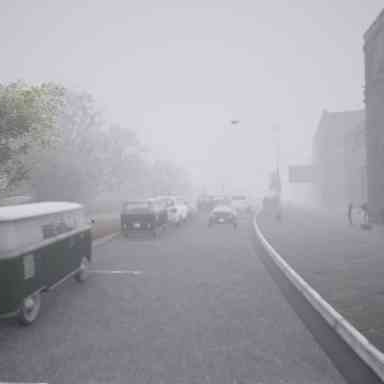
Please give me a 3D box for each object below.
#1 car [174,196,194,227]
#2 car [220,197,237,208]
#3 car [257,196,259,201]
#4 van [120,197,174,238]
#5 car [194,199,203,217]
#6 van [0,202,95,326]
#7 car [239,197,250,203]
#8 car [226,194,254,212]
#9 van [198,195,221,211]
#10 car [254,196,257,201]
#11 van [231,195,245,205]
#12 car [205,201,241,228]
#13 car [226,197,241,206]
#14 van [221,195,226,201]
[{"bbox_3d":[-1.626,1.321,23.643,2.435,2.045,5.566,-1,1,7],"label":"car"},{"bbox_3d":[6.232,1.748,55.963,2.163,1.488,4.792,-1,1,14],"label":"car"},{"bbox_3d":[16.832,1.868,93.284,2.097,1.535,5.008,-1,0,18],"label":"car"},{"bbox_3d":[-2.438,1.313,18.200,1.878,1.987,4.442,-1,1,6],"label":"van"},{"bbox_3d":[-0.608,1.643,29.110,2.002,1.452,4.674,-1,1,11],"label":"car"},{"bbox_3d":[-3.486,1.261,7.064,1.878,1.987,4.442,-2,1,1],"label":"van"},{"bbox_3d":[12.289,1.858,77.287,2.002,1.452,4.674,-1,-1,16],"label":"car"},{"bbox_3d":[5.954,1.377,40.523,2.150,2.045,5.566,0,0,14],"label":"car"},{"bbox_3d":[1.882,1.429,40.085,1.878,1.987,4.442,-1,1,14],"label":"van"},{"bbox_3d":[14.129,1.606,83.777,2.435,2.045,5.566,-1,0,16],"label":"car"},{"bbox_3d":[9.295,1.554,66.733,1.878,1.987,4.442,-1,-1,18],"label":"van"},{"bbox_3d":[2.224,1.602,23.033,1.812,1.442,4.674,0,0,9],"label":"car"},{"bbox_3d":[7.738,1.738,61.265,2.231,1.521,4.892,-1,1,14],"label":"car"},{"bbox_3d":[4.453,1.469,49.700,1.878,1.987,4.442,-1,1,13],"label":"van"}]
